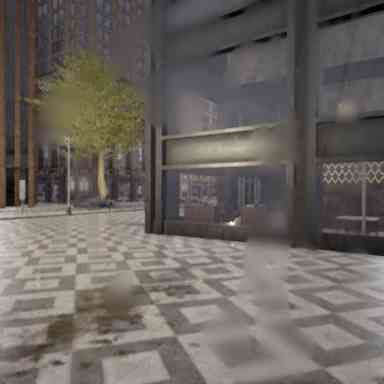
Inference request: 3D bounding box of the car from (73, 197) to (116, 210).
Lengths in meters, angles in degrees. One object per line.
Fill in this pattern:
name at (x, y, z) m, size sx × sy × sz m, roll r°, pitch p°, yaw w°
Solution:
car at (-11.993, 1.375, 41.326) m, size 2.033 × 1.411 × 5.357 m, roll 0°, pitch 0°, yaw 36°
